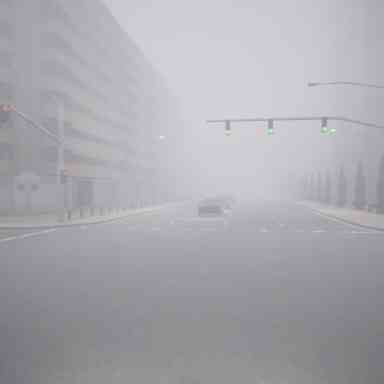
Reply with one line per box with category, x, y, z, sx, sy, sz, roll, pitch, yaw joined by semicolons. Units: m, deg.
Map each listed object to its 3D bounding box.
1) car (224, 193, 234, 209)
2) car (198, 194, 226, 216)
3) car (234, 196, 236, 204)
car;3.562;1.154;39.932;2.128;1.511;4.902;0;0;11
car;1.734;1.221;29.904;1.882;1.535;5.008;0;0;10
car;5.379;0.935;49.699;2.097;1.767;4.553;0;0;11
